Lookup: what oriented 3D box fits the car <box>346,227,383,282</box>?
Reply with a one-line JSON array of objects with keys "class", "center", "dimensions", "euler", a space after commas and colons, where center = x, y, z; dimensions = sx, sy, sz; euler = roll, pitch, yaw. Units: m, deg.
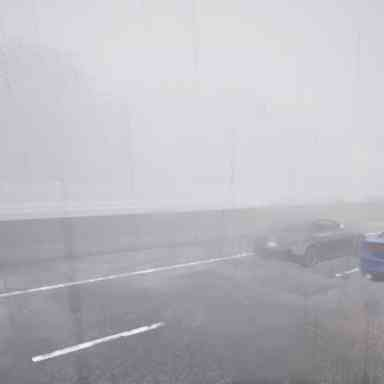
[{"class": "car", "center": [6.181, 1.406, 8.309], "dimensions": [5.008, 1.535, 1.882], "euler": [-1, 0, -36]}]

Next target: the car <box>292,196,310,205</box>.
[{"class": "car", "center": [14.831, 1.292, 40.465], "dimensions": [4.892, 1.490, 1.837], "euler": [0, 0, -35]}]

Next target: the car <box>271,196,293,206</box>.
[{"class": "car", "center": [12.271, 1.312, 42.932], "dimensions": [4.892, 1.490, 1.837], "euler": [0, 0, -35]}]

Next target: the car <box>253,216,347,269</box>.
[{"class": "car", "center": [4.002, 1.508, 11.056], "dimensions": [4.181, 1.385, 1.994], "euler": [-1, 0, -36]}]

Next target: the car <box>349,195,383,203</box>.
[{"class": "car", "center": [18.885, 1.110, 34.761], "dimensions": [4.553, 1.767, 2.097], "euler": [-1, 0, -35]}]

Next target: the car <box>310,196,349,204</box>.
[{"class": "car", "center": [15.604, 1.264, 36.722], "dimensions": [5.008, 1.535, 1.882], "euler": [0, 0, -35]}]
